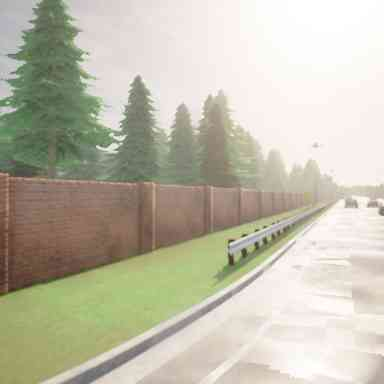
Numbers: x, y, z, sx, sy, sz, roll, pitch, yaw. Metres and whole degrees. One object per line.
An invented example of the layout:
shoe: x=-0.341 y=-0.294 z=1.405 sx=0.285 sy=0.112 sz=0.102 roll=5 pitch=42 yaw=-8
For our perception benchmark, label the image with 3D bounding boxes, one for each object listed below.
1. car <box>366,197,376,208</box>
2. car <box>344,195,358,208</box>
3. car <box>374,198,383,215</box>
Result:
car: x=31.832 y=2.013 z=58.425 sx=1.812 sy=1.442 sz=4.674 roll=0 pitch=0 yaw=25
car: x=27.568 y=1.814 z=57.541 sx=2.097 sy=1.767 sz=4.553 roll=0 pitch=0 yaw=25
car: x=22.107 y=1.812 z=37.403 sx=2.128 sy=1.511 sz=4.902 roll=0 pitch=0 yaw=25
